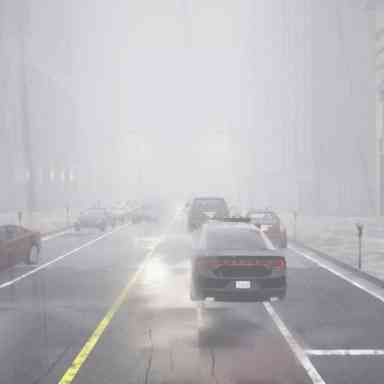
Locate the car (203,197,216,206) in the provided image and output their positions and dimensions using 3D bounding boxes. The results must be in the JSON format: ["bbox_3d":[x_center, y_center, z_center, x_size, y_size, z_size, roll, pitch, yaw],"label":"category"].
[{"bbox_3d":[2.761,1.554,53.862,1.887,1.381,4.507,0,0,0],"label":"car"}]

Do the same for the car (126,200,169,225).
[{"bbox_3d":[-3.101,1.551,24.184,2.033,1.411,5.357,0,0,0],"label":"car"}]

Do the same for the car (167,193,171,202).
[{"bbox_3d":[-5.765,1.452,65.055,1.967,1.590,4.097,0,0,0],"label":"car"}]

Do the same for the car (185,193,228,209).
[{"bbox_3d":[0.819,1.226,18.349,2.150,2.045,5.566,0,0,-1],"label":"car"}]

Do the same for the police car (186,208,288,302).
[{"bbox_3d":[0.899,1.426,8.437,1.930,1.638,5.238,0,0,0],"label":"police car"}]

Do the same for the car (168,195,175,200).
[{"bbox_3d":[-5.767,1.602,93.063,1.802,1.307,4.206,0,0,0],"label":"car"}]

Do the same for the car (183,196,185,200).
[{"bbox_3d":[0.035,1.534,46.648,1.812,1.442,4.674,0,0,0],"label":"car"}]

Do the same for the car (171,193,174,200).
[{"bbox_3d":[-5.766,1.455,76.258,1.967,1.590,4.097,0,0,0],"label":"car"}]

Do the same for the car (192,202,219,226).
[{"bbox_3d":[0.898,1.529,24.327,1.812,1.442,4.674,0,0,0],"label":"car"}]

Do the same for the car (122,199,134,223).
[{"bbox_3d":[-5.762,1.529,25.672,1.752,1.417,4.829,0,0,0],"label":"car"}]

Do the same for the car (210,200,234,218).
[{"bbox_3d":[2.763,1.550,31.453,1.887,1.381,4.507,0,0,0],"label":"car"}]

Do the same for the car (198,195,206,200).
[{"bbox_3d":[2.758,1.586,93.077,1.947,1.339,4.313,0,0,0],"label":"car"}]

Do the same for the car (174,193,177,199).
[{"bbox_3d":[-5.766,1.333,87.462,2.192,1.841,5.009,0,0,0],"label":"car"}]

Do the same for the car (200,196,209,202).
[{"bbox_3d":[2.759,1.559,76.270,1.887,1.381,4.507,0,0,0],"label":"car"}]

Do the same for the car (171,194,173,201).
[{"bbox_3d":[-5.766,1.579,70.657,1.947,1.339,4.313,0,0,0],"label":"car"}]

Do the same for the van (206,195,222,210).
[{"bbox_3d":[2.763,1.348,42.657,1.690,1.788,3.998,0,0,0],"label":"van"}]

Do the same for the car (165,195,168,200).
[{"bbox_3d":[-5.765,1.592,59.453,1.802,1.307,4.206,0,0,0],"label":"car"}]

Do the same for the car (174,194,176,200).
[{"bbox_3d":[-5.767,1.582,81.860,1.947,1.339,4.313,0,0,0],"label":"car"}]

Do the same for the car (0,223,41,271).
[{"bbox_3d":[-5.761,1.545,9.037,1.887,1.381,4.507,0,0,0],"label":"car"}]

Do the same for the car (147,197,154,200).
[{"bbox_3d":[-5.763,1.550,37.045,1.887,1.381,4.507,0,0,0],"label":"car"}]

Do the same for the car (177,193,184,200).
[{"bbox_3d":[-3.008,1.512,91.194,2.128,1.511,4.902,0,0,0],"label":"car"}]

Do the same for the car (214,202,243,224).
[{"bbox_3d":[2.764,1.529,26.021,1.752,1.417,4.829,0,0,0],"label":"car"}]

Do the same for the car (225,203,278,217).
[{"bbox_3d":[2.765,1.442,14.646,1.967,1.590,4.097,0,0,0],"label":"car"}]

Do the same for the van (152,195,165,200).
[{"bbox_3d":[-5.763,1.350,53.852,1.690,1.788,3.998,0,0,0],"label":"van"}]

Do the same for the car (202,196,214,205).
[{"bbox_3d":[2.761,1.451,59.464,1.967,1.590,4.097,0,0,0],"label":"car"}]

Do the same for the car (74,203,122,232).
[{"bbox_3d":[-5.762,1.585,20.240,1.802,1.307,4.206,0,0,0],"label":"car"}]

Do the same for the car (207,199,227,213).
[{"bbox_3d":[2.763,1.551,37.055,1.887,1.381,4.507,0,0,0],"label":"car"}]

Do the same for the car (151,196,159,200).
[{"bbox_3d":[-5.763,1.552,42.648,1.887,1.381,4.507,0,0,0],"label":"car"}]
